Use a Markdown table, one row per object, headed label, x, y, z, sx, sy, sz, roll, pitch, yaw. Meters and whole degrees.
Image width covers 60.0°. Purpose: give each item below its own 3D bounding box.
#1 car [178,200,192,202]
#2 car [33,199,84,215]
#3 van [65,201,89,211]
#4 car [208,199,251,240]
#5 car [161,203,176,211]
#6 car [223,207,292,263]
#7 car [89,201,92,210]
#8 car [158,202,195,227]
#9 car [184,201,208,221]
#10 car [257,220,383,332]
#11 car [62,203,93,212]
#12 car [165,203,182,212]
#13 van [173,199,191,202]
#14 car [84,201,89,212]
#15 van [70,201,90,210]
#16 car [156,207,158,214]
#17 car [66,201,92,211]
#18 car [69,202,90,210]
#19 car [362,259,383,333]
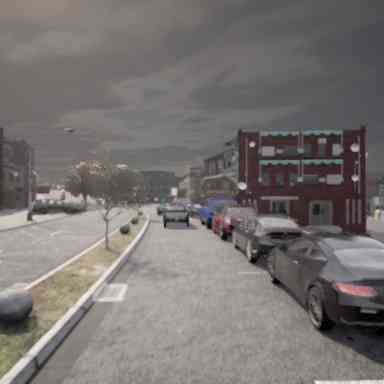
| label | x | y | z | sx | sy | sz | roll | pitch | yaw |
| --- | --- | --- | --- | --- | --- | --- | --- | --- | --- |
| car | -0.192 | 2.053 | 39.917 | 2.002 | 1.452 | 4.674 | 0 | -1 | -9 |
| car | -17.351 | 1.936 | 42.731 | 5.566 | 2.045 | 2.435 | 0 | -2 | -10 |
| van | -23.037 | 2.846 | 66.745 | 4.442 | 1.987 | 1.878 | 0 | -2 | -15 |
| car | 2.334 | 1.467 | 17.876 | 2.185 | 1.767 | 4.553 | 0 | -1 | -4 |
| car | -4.426 | 2.752 | 61.653 | 2.097 | 1.535 | 5.008 | 0 | -2 | -13 |
| car | 2.688 | 1.543 | 12.250 | 2.231 | 1.521 | 4.892 | 0 | 0 | -2 |
| car | -20.805 | 2.817 | 58.859 | 4.792 | 1.488 | 2.163 | 0 | -2 | -14 |
| car | -1.259 | 1.703 | 24.902 | 2.128 | 1.511 | 4.902 | 0 | -1 | -5 |
| car | 0.605 | 1.914 | 34.434 | 2.002 | 1.452 | 4.674 | 0 | -1 | -7 |
| car | 2.907 | 1.552 | 6.833 | 2.002 | 1.452 | 4.674 | 0 | 0 | -1 |
| car | -22.019 | 2.975 | 64.184 | 5.366 | 1.575 | 1.946 | 0 | -2 | -15 |
| car | -3.202 | 2.587 | 56.301 | 2.163 | 1.488 | 4.792 | 0 | -2 | -12 |
| van | -1.091 | 1.953 | 45.522 | 1.878 | 1.987 | 4.442 | 0 | -2 | -9 |
| car | -19.570 | 2.589 | 53.544 | 4.892 | 1.521 | 2.231 | 0 | -2 | -12 |
| van | -25.930 | 3.190 | 77.147 | 4.442 | 1.987 | 1.878 | 0 | -2 | -17 |
| car | -3.448 | 2.195 | 41.599 | 1.895 | 1.301 | 4.718 | 0 | -2 | -9 |
| car | -25.243 | 3.082 | 74.488 | 5.566 | 2.045 | 2.435 | 0 | -2 | -17 |
| car | -26.894 | 3.373 | 79.729 | 4.553 | 1.767 | 2.185 | 0 | -2 | -17 |
| car | 3.011 | 1.513 | 1.314 | 2.163 | 1.488 | 4.792 | 0 | 0 | 0 |
